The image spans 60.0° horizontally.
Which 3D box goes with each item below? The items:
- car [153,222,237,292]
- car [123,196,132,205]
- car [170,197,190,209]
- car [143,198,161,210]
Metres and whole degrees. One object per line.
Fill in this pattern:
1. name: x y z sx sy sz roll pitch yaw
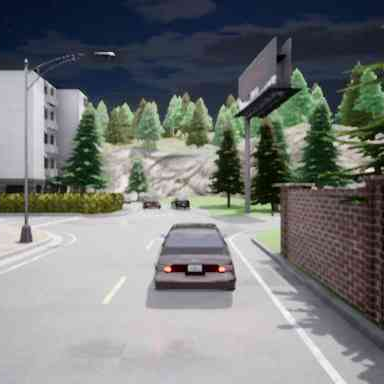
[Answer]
1. car: 0.062 1.539 9.037 2.033 1.411 5.357 0 0 0
2. car: -12.203 1.437 58.018 2.128 1.511 4.902 0 0 -36
3. car: -1.620 1.436 43.743 1.882 1.535 5.008 0 0 -13
4. car: -5.159 1.523 42.479 1.994 1.385 4.181 0 0 -14
